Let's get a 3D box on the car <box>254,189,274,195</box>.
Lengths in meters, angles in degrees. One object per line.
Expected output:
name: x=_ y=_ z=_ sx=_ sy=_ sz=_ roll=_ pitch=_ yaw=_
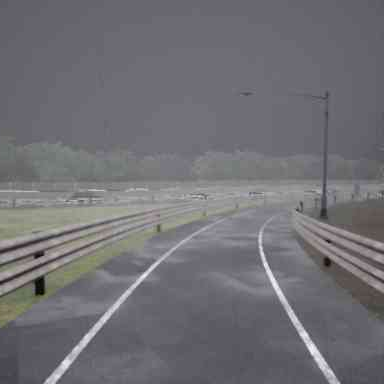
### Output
car: x=16.004 y=0.105 z=73.745 sx=4.553 sy=1.767 sz=2.097 roll=-2 pitch=3 yaw=-29

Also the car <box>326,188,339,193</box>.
car: x=35.386 y=-0.327 z=84.581 sx=4.674 sy=1.442 sz=1.812 roll=-2 pitch=3 yaw=-29

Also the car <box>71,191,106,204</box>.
car: x=-17.114 y=0.884 z=55.229 sx=5.566 sy=2.045 sz=2.150 roll=-1 pitch=3 yaw=-29

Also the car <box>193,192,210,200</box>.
car: x=2.019 y=0.726 z=65.938 sx=4.902 sy=1.511 sz=2.128 roll=-2 pitch=3 yaw=-29
